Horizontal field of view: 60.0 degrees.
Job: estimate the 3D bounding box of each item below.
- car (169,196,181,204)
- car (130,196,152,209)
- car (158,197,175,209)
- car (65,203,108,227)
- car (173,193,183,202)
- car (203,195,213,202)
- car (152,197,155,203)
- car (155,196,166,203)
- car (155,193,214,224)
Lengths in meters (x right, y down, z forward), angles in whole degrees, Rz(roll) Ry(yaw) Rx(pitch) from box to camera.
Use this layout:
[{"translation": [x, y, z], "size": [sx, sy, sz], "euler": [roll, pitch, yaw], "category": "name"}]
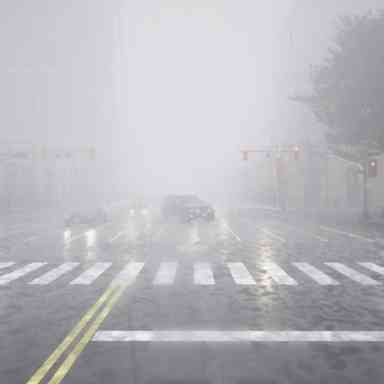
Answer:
[{"translation": [-3.442, 1.547, 67.511], "size": [2.033, 1.411, 5.357], "euler": [0, 0, 1], "category": "car"}, {"translation": [-7.090, 1.351, 45.092], "size": [2.097, 1.767, 4.553], "euler": [0, 0, 0], "category": "car"}, {"translation": [-3.589, 1.491, 47.575], "size": [2.128, 1.511, 4.902], "euler": [0, 0, 0], "category": "car"}, {"translation": [-7.085, 1.526, 22.770], "size": [1.812, 1.442, 4.674], "euler": [0, 0, 0], "category": "car"}, {"translation": [-3.314, 1.224, 78.181], "size": [2.150, 2.045, 5.566], "euler": [0, 0, 1], "category": "car"}, {"translation": [3.691, 1.525, 78.514], "size": [2.128, 1.511, 4.902], "euler": [0, 0, 1], "category": "car"}, {"translation": [-7.053, 1.563, 60.920], "size": [1.994, 1.385, 4.181], "euler": [0, 0, 1], "category": "car"}, {"translation": [-6.867, 1.595, 73.159], "size": [1.895, 1.301, 4.718], "euler": [0, 0, 1], "category": "car"}, {"translation": [-0.493, 1.221, 25.494], "size": [2.150, 2.045, 5.566], "euler": [-1, 0, -29], "category": "car"}]
